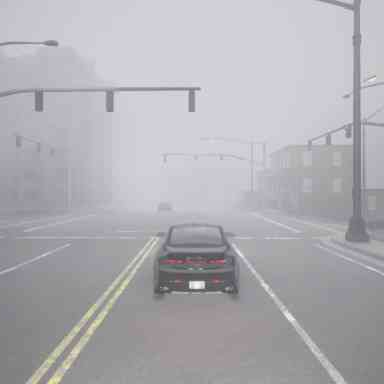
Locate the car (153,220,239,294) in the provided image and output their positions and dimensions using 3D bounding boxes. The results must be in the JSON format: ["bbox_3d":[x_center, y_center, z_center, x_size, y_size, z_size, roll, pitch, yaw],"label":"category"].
[{"bbox_3d":[0.091,1.507,8.746,1.837,1.490,4.892,0,0,0],"label":"car"}]

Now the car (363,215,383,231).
[{"bbox_3d":[16.567,2.720,28.189,5.357,1.411,2.033,8,0,0],"label":"car"}]

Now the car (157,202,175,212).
[{"bbox_3d":[-3.644,2.071,45.538,1.837,1.490,4.892,0,-5,0],"label":"car"}]

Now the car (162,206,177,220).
[{"bbox_3d":[-3.645,3.528,54.946,2.128,1.511,4.902,0,-12,0],"label":"car"}]
